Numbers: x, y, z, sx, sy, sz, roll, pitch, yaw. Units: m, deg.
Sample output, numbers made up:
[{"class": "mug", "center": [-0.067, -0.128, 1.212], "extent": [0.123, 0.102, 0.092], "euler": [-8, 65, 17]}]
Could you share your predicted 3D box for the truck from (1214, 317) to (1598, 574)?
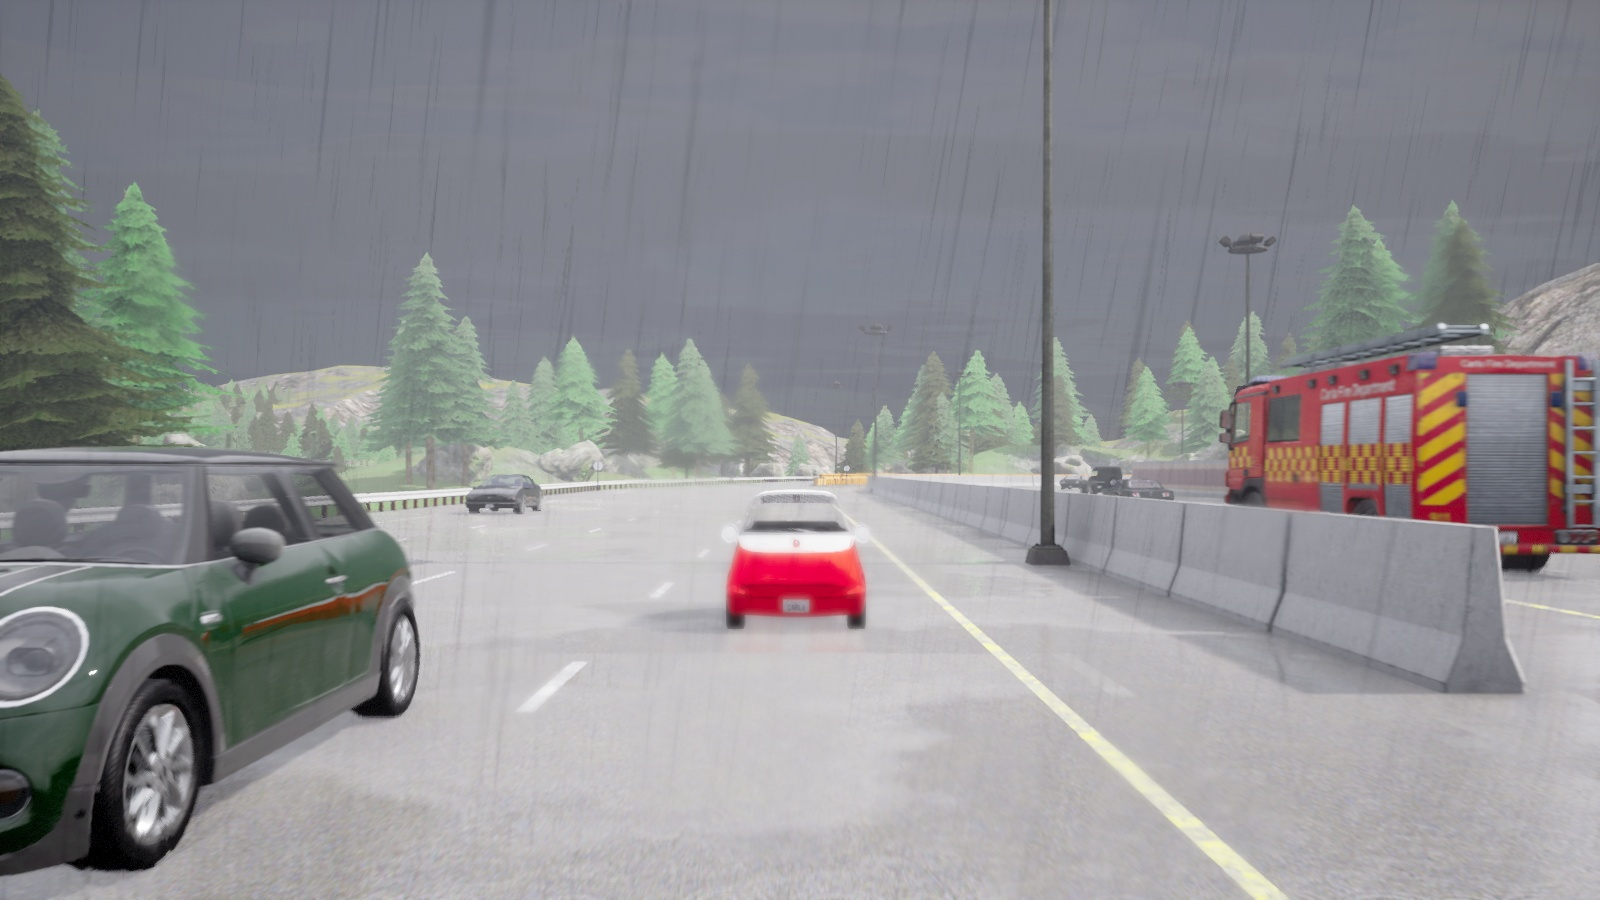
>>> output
[{"class": "truck", "center": [10.441, -0.007, 22.997], "extent": [2.891, 3.827, 8.468], "euler": [0, -1, 0]}]

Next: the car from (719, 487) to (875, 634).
[{"class": "car", "center": [-0.029, 1.089, 13.087], "extent": [1.481, 1.376, 2.207], "euler": [0, -1, 0]}]

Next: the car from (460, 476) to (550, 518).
[{"class": "car", "center": [-10.625, 1.667, 45.570], "extent": [2.033, 1.411, 5.357], "euler": [0, -1, 0]}]

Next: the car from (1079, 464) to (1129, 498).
[{"class": "car", "center": [17.242, 1.738, 71.423], "extent": [1.905, 1.878, 3.866], "euler": [0, -1, 0]}]

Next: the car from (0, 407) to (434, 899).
[{"class": "car", "center": [-3.515, 0.791, 6.193], "extent": [2.097, 1.767, 4.553], "euler": [0, -1, 0]}]

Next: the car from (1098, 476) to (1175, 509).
[{"class": "car", "center": [13.843, 1.728, 51.891], "extent": [1.895, 1.301, 4.718], "euler": [0, -1, 0]}]
